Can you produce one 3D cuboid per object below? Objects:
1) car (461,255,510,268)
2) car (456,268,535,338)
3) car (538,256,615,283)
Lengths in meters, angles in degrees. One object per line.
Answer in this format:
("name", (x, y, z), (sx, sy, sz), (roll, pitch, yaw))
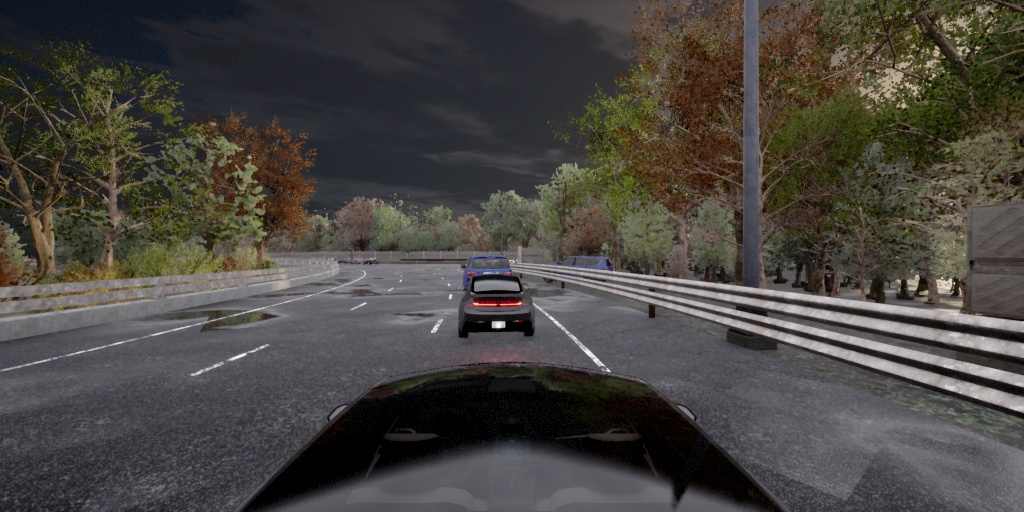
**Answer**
("car", (-1.284, 0.971, 17.661), (2.150, 2.045, 5.566), (0, 0, -9))
("car", (-0.517, 1.255, 10.252), (1.837, 1.490, 4.892), (0, 0, -5))
("car", (4.680, 1.000, 26.125), (5.566, 2.045, 2.150), (3, 1, 26))
